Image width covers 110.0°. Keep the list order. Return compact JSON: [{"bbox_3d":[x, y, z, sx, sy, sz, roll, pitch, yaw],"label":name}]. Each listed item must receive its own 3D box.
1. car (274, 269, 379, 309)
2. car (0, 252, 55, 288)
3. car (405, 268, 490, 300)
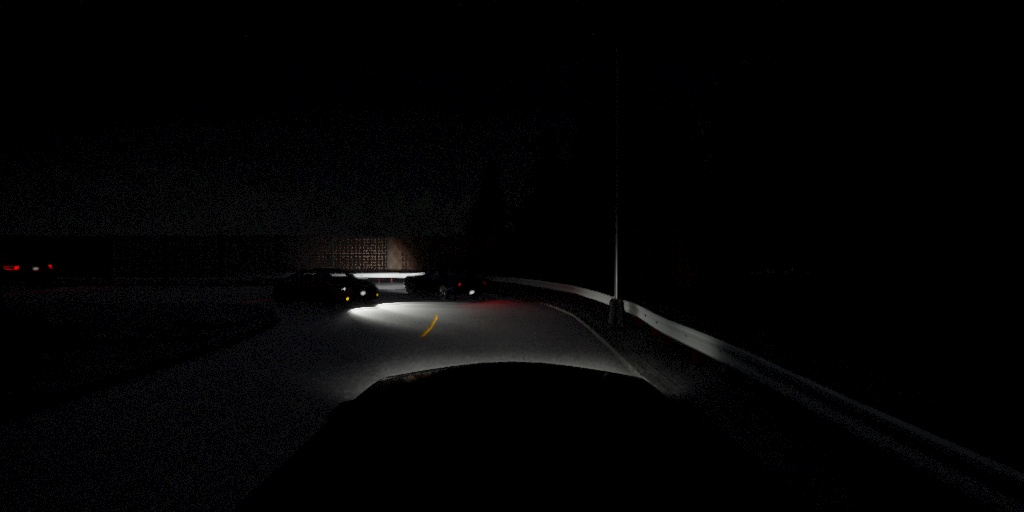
[{"bbox_3d":[-7.380,1.202,14.276,4.181,1.385,1.994,0,0,24],"label":"car"},{"bbox_3d":[-29.042,0.807,19.869,5.566,2.045,2.150,0,1,0],"label":"car"},{"bbox_3d":[-3.202,1.215,16.763,1.895,1.301,4.718,0,1,-42],"label":"car"}]
